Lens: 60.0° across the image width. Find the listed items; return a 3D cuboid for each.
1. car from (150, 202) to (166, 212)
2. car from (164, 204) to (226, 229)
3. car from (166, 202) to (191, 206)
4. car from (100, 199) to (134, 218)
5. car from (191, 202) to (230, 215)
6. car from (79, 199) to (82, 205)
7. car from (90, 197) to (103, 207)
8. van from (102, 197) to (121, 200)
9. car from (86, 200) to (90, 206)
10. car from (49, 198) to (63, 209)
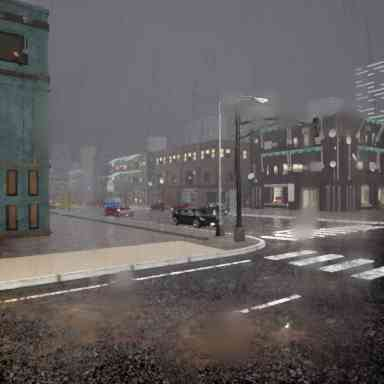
[{"bbox_3d":[-4.160,1.966,44.883,1.802,1.307,4.206,-1,0,-35],"label":"car"},{"bbox_3d":[0.118,1.814,24.125,1.947,1.339,4.313,-1,0,-35],"label":"car"},{"bbox_3d":[-0.962,1.903,40.366,1.802,1.307,4.206,-2,0,-35],"label":"car"},{"bbox_3d":[-7.804,1.846,35.521,1.967,1.590,4.097,-1,0,-35],"label":"car"},{"bbox_3d":[2.235,1.809,35.847,2.008,1.369,4.403,-2,0,-35],"label":"car"},{"bbox_3d":[-26.548,2.364,76.507,1.947,1.339,4.313,-1,0,-35],"label":"car"},{"bbox_3d":[-16.959,1.939,62.953,2.192,1.841,5.009,-1,0,-35],"label":"car"},{"bbox_3d":[-13.760,1.907,58.435,1.690,1.788,3.998,-1,0,-35],"label":"van"},{"bbox_3d":[-20.152,2.227,67.471,1.887,1.381,4.507,-1,0,-35],"label":"car"},{"bbox_3d":[-23.694,2.232,57.971,1.752,1.417,4.829,-1,0,-35],"label":"car"}]
